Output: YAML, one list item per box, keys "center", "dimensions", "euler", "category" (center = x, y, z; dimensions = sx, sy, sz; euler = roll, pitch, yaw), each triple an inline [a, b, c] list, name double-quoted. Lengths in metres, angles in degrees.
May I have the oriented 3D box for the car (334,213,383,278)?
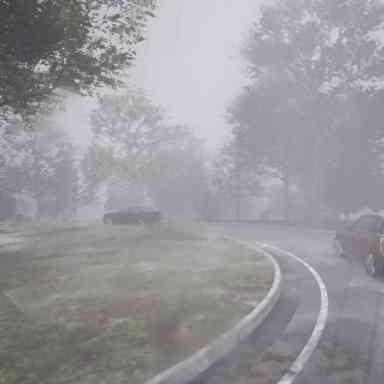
- center: [6.098, 1.444, 10.499]
  dimensions: [2.097, 1.767, 4.553]
  euler: [-1, -1, 9]
  category: "car"

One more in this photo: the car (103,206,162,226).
- center: [-4.968, 1.960, 27.479]
  dimensions: [5.008, 1.535, 1.882]
  euler: [-1, -2, 21]
  category: "car"
